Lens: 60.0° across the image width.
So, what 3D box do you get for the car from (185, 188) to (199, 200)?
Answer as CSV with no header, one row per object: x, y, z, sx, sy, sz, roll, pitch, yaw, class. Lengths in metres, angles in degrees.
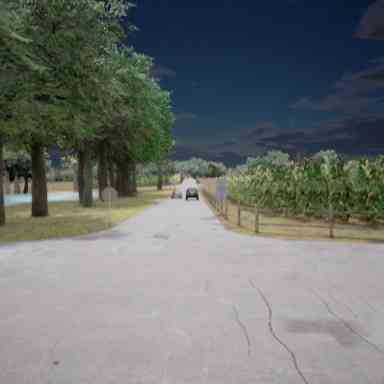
0.027,0.292,55.071,2.150,2.045,5.566,0,2,0,car

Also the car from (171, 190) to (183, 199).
-2.720,0.452,59.639,1.812,1.442,4.674,0,2,0,car

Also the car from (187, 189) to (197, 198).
0.032,0.196,65.462,1.882,1.535,5.008,0,2,0,car
